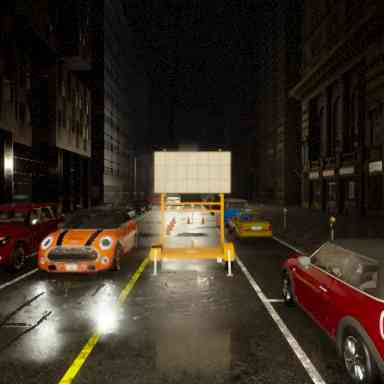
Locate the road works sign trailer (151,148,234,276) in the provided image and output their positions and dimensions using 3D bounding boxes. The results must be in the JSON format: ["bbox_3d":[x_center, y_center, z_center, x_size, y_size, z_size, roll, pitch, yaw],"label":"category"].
[{"bbox_3d":[0.015,0.464,10.305,2.380,3.560,2.880,0,0,0],"label":"road works sign trailer"}]

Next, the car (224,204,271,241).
[{"bbox_3d":[2.786,1.525,16.631,1.752,1.417,4.829,0,0,0],"label":"car"}]

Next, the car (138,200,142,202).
[{"bbox_3d":[-5.720,1.552,27.665,2.008,1.369,4.403,0,0,0],"label":"car"}]

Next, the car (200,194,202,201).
[{"bbox_3d":[2.853,1.455,55.672,1.967,1.590,4.097,0,0,0],"label":"car"}]

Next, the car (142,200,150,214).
[{"bbox_3d":[-5.710,1.568,33.267,1.947,1.339,4.313,0,0,0],"label":"car"}]

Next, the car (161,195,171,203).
[{"bbox_3d":[-5.643,1.465,72.482,1.967,1.590,4.097,0,0,0],"label":"car"}]

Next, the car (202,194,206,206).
[{"bbox_3d":[2.833,1.323,44.469,2.192,1.841,5.009,0,0,0],"label":"car"}]

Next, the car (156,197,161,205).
[{"bbox_3d":[-5.672,1.559,55.676,1.887,1.381,4.507,0,0,0],"label":"car"}]

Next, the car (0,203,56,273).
[{"bbox_3d":[-5.749,1.314,10.859,2.192,1.841,5.009,0,0,0],"label":"car"}]

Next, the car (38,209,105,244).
[{"bbox_3d":[-5.739,1.581,16.461,1.802,1.307,4.206,0,0,0],"label":"car"}]

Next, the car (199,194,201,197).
[{"bbox_3d":[2.873,1.462,66.875,1.967,1.590,4.097,0,0,0],"label":"car"}]

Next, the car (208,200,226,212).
[{"bbox_3d":[2.825,1.587,38.867,1.802,1.307,4.206,0,0,0],"label":"car"}]

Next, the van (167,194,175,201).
[{"bbox_3d":[-5.614,1.378,89.289,1.690,1.788,3.998,0,0,0],"label":"van"}]

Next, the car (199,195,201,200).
[{"bbox_3d":[2.863,1.584,61.274,1.947,1.339,4.313,0,0,0],"label":"car"}]

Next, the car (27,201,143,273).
[{"bbox_3d":[-3.084,1.351,10.763,2.097,1.767,4.553,0,0,0],"label":"car"}]

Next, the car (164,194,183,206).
[{"bbox_3d":[-3.003,1.232,53.961,2.150,2.045,5.566,0,0,0],"label":"car"}]

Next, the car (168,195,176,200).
[{"bbox_3d":[-5.604,1.585,94.891,1.887,1.381,4.507,0,0,0],"label":"car"}]

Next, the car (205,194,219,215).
[{"bbox_3d":[2.814,1.318,33.265,2.192,1.841,5.009,0,0,0],"label":"car"}]

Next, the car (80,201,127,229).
[{"bbox_3d":[-5.730,1.440,22.063,1.967,1.590,4.097,0,0,0],"label":"car"}]

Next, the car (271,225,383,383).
[{"bbox_3d":[2.766,1.440,5.256,1.967,1.590,4.097,0,0,0],"label":"car"}]

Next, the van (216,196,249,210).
[{"bbox_3d":[2.795,1.341,22.062,1.690,1.788,3.998,0,0,0],"label":"van"}]

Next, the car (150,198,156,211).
[{"bbox_3d":[-5.700,1.570,38.869,1.947,1.339,4.313,0,0,0],"label":"car"}]

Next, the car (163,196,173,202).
[{"bbox_3d":[-5.633,1.574,78.084,1.887,1.381,4.507,0,0,0],"label":"car"}]
